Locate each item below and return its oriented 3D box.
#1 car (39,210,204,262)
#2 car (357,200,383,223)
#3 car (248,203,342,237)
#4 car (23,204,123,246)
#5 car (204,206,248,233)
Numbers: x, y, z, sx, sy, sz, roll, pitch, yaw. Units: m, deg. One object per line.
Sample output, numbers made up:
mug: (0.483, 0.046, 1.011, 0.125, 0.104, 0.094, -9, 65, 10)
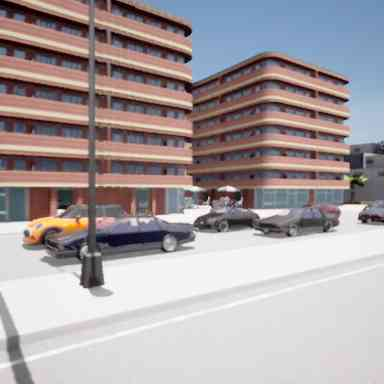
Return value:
car: (-2.390, 1.539, 12.105, 5.357, 1.411, 2.033, 0, 0, -35)
car: (14.022, 1.505, 23.785, 5.357, 1.411, 2.033, 0, 0, -35)
car: (5.813, 1.522, 17.951, 5.357, 1.411, 2.033, 0, 0, -35)
car: (-4.865, 1.345, 14.639, 4.553, 1.767, 2.097, 0, 0, -35)
car: (2.163, 1.540, 19.652, 4.181, 1.385, 1.994, 0, 0, -36)
